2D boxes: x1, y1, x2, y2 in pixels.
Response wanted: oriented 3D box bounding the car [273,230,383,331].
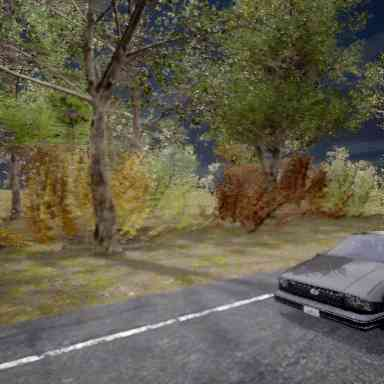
[{"bbox_3d":[4.112,1.545,6.932,5.357,1.411,2.033,0,0,-35],"label":"car"}]
